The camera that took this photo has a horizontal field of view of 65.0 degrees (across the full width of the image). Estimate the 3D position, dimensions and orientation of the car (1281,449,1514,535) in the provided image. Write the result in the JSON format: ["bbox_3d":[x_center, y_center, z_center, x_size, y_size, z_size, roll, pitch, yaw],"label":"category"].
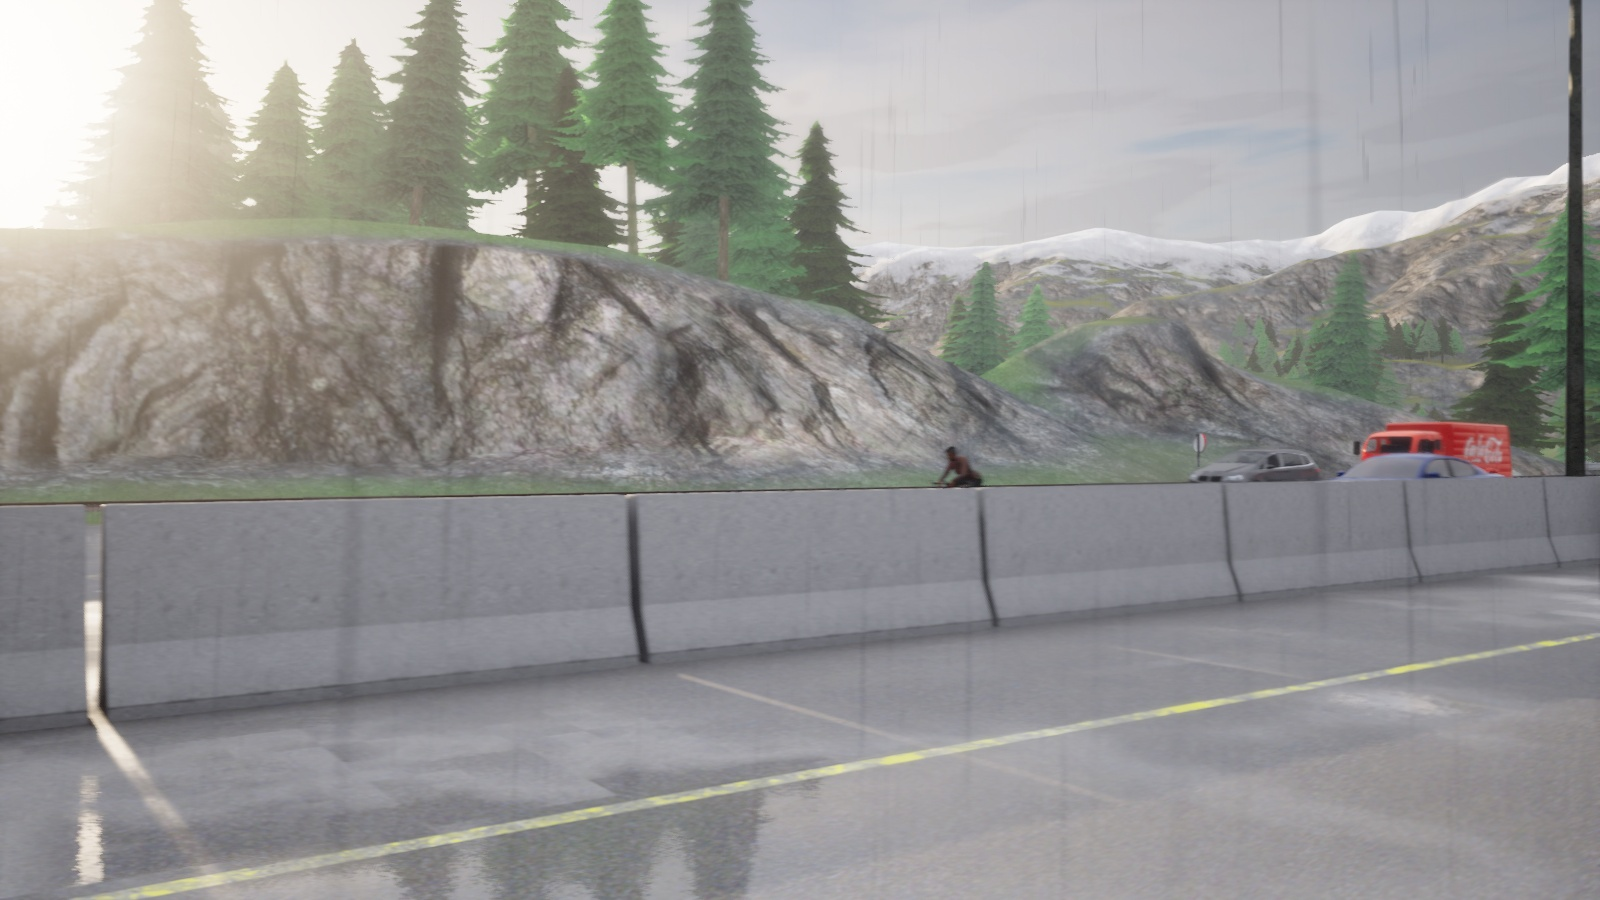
[{"bbox_3d":[11.795,0.758,24.661,5.008,1.535,1.882,0,0,-35],"label":"car"}]

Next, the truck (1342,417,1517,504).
[{"bbox_3d":[19.274,0.317,38.397,5.204,2.467,2.627,0,0,-35],"label":"truck"}]

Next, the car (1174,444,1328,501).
[{"bbox_3d":[14.038,0.656,39.016,4.611,1.667,2.242,0,0,-35],"label":"car"}]
